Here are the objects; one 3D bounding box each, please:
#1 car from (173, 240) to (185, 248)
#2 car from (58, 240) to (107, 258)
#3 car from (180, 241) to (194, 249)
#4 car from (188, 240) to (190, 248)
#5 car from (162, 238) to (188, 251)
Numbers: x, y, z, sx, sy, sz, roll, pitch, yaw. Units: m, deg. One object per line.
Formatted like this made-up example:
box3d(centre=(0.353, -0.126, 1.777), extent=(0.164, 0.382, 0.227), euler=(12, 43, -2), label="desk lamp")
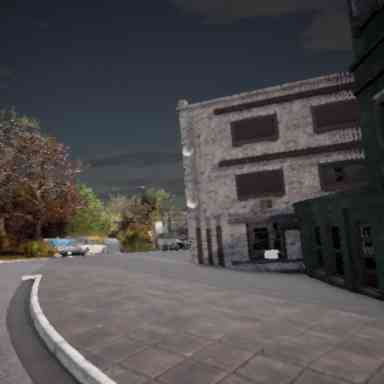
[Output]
box3d(centre=(-3.273, 12.877, 82.637), extent=(2.128, 1.511, 4.902), euler=(-3, -6, -14), label="car")
box3d(centre=(-8.544, 4.510, 26.425), extent=(1.895, 1.301, 4.718), euler=(-6, -10, 9), label="car")
box3d(centre=(-1.151, 11.543, 72.279), extent=(2.033, 1.411, 5.357), euler=(-3, -7, -12), label="car")
box3d(centre=(-0.568, 9.728, 61.568), extent=(2.097, 1.767, 4.553), euler=(-5, -9, 1), label="car")
box3d(centre=(-2.508, 7.239, 46.033), extent=(2.097, 1.767, 4.553), euler=(-6, -10, 13), label="car")
